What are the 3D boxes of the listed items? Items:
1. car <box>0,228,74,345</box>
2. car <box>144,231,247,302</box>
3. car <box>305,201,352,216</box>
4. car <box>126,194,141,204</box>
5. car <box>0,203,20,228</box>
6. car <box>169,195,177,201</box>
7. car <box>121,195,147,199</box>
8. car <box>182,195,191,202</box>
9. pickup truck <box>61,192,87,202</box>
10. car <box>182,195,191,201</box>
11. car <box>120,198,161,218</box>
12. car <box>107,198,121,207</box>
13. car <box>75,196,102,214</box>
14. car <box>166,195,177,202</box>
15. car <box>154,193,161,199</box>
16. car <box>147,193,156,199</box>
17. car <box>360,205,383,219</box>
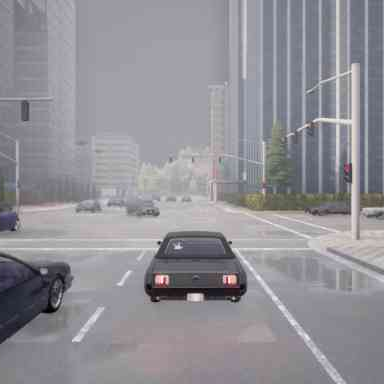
[{"bbox_3d":[-3.436,1.547,4.591,2.033,1.411,5.357,0,0,0],"label":"car"},{"bbox_3d":[0.067,1.601,8.188,1.895,1.301,4.718,0,0,0],"label":"car"},{"bbox_3d":[13.584,1.547,31.596,5.357,1.411,2.033,0,0,-3],"label":"car"},{"bbox_3d":[-11.624,1.351,66.126,2.097,1.767,4.553,0,0,0],"label":"car"},{"bbox_3d":[-10.735,1.352,16.920,2.097,1.767,4.553,0,0,-1],"label":"car"},{"bbox_3d":[-4.885,1.524,84.739,1.812,1.442,4.674,0,0,-1],"label":"car"},{"bbox_3d":[-7.869,1.547,45.454,2.033,1.411,5.357,0,0,-1],"label":"car"},{"bbox_3d":[-1.228,1.553,75.033,1.994,1.385,4.181,0,0,-1],"label":"car"},{"bbox_3d":[-24.768,1.059,69.244,2.390,2.098,6.274,0,0,30],"label":"pickup truck"},{"bbox_3d":[-1.385,1.540,84.808,2.033,1.411,5.357,0,0,-1],"label":"car"},{"bbox_3d":[-4.621,1.564,30.360,1.994,1.385,4.181,0,0,-32],"label":"car"},{"bbox_3d":[-11.444,1.547,50.379,2.033,1.411,5.357,0,0,-1],"label":"car"},{"bbox_3d":[-11.186,1.525,36.227,1.812,1.442,4.674,0,0,-1],"label":"car"},{"bbox_3d":[-4.718,1.500,74.571,1.837,1.490,4.892,0,0,-1],"label":"car"},{"bbox_3d":[-8.231,1.209,74.784,2.150,2.045,5.566,0,0,-1],"label":"car"},{"bbox_3d":[-8.063,1.478,59.107,1.882,1.535,5.008,0,1,-1],"label":"car"},{"bbox_3d":[16.939,1.601,28.089,4.718,1.301,1.895,0,0,0],"label":"car"}]
